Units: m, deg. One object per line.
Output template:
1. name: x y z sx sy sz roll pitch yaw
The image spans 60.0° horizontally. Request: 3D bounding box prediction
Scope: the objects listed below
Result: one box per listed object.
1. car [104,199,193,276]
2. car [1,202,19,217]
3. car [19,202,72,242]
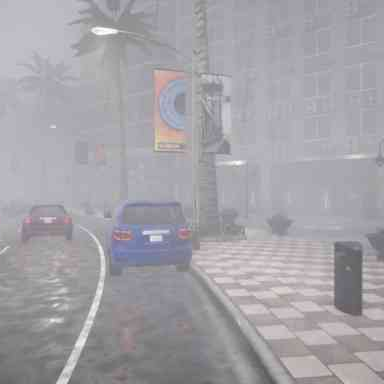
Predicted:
1. car: -1.572 1.219 10.654 2.150 2.045 5.566 0 0 -15
2. car: -16.214 1.587 30.928 1.895 1.301 4.718 0 0 -42
3. car: -7.236 1.346 16.823 2.097 1.767 4.553 0 0 -22
